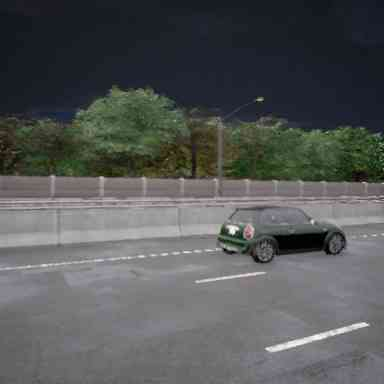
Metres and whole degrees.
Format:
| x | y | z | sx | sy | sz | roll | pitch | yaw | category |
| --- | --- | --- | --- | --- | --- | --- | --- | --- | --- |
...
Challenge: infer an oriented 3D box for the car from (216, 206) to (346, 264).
| x | y | z | sx | sy | sz | roll | pitch | yaw | category |
| --- | --- | --- | --- | --- | --- | --- | --- | --- | --- |
| 3.173 | 1.275 | 11.597 | 4.553 | 1.767 | 2.097 | 0 | 0 | -27 | car |
